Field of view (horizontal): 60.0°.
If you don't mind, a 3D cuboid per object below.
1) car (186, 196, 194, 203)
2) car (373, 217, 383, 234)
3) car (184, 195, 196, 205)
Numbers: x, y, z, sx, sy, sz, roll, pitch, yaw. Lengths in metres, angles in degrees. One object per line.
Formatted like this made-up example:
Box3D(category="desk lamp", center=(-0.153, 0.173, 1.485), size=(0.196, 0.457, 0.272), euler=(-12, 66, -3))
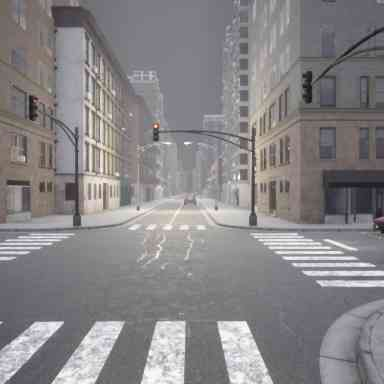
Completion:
Box3D(category="car", center=(-0.422, 1.543, 69.699), size=(1.812, 1.442, 4.674), euler=(0, 0, 0))
Box3D(category="car", center=(11.653, 1.528, 16.924), size=(4.507, 1.381, 1.887), euler=(0, 0, 0))
Box3D(category="car", center=(-0.326, 1.363, 58.765), size=(2.097, 1.767, 4.553), euler=(0, 0, -1))
